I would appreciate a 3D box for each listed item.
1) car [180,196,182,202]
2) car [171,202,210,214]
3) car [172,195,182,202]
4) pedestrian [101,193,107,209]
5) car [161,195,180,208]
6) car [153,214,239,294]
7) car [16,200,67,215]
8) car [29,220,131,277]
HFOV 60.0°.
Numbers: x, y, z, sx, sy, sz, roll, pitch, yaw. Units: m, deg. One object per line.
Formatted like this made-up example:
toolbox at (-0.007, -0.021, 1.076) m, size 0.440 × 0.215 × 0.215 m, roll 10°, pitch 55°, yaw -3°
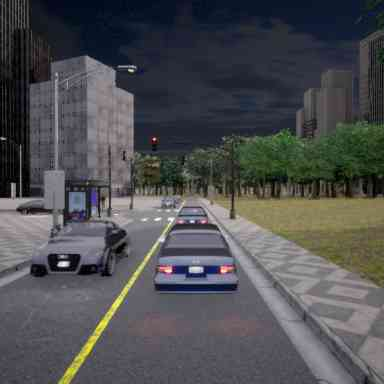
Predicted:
car at (-3.172, 1.437, 58.611) m, size 1.837 × 1.490 × 4.892 m, roll 0°, pitch 0°, yaw 0°
car at (0.049, 1.538, 19.253) m, size 2.033 × 1.411 × 5.357 m, roll 0°, pitch 0°, yaw 1°
car at (-3.141, 1.387, 70.953) m, size 1.882 × 1.535 × 5.008 m, roll 0°, pitch 0°, yaw 0°
pedestrian at (-10.141, 1.050, 38.105) m, size 0.375 × 1.860 × 0.375 m, roll 0°, pitch 0°, yaw 1°
car at (-3.166, 1.445, 46.094) m, size 2.128 × 1.511 × 4.902 m, roll 0°, pitch 0°, yaw 0°
car at (0.080, 1.545, 8.918) m, size 2.033 × 1.411 × 5.357 m, roll 0°, pitch 0°, yaw 0°
car at (-14.397, 1.477, 31.991) m, size 4.674 × 1.442 × 1.812 m, roll 0°, pitch 1°, yaw 2°
car at (-3.114, 1.561, 10.070) m, size 1.994 × 1.385 × 4.181 m, roll 0°, pitch 0°, yaw 0°
